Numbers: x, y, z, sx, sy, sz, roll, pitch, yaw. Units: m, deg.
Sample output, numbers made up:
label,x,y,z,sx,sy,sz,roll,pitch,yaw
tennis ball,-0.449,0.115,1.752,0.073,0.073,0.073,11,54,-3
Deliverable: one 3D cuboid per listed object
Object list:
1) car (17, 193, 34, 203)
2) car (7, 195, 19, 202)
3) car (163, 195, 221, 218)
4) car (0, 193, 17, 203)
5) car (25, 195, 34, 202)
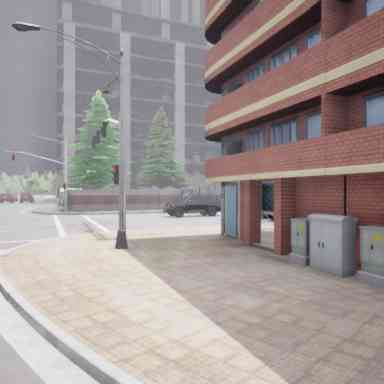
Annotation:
label,x,y,z,sx,sy,sz,roll,pitch,yaw
car,-34.599,1.224,69.503,2.150,2.045,5.566,0,0,-23
car,-42.107,1.538,78.274,2.033,1.411,5.357,0,0,-23
car,0.124,1.276,31.329,5.566,2.045,2.150,0,0,-22
car,-37.966,1.224,68.479,2.150,2.045,5.566,0,0,-23
car,-38.721,1.522,79.253,1.812,1.442,4.674,0,0,-23
